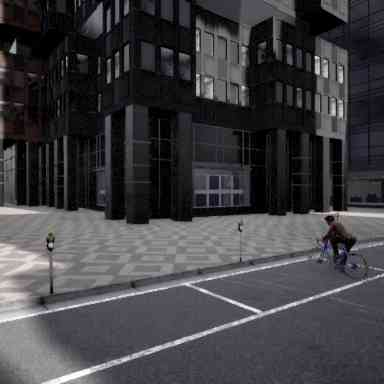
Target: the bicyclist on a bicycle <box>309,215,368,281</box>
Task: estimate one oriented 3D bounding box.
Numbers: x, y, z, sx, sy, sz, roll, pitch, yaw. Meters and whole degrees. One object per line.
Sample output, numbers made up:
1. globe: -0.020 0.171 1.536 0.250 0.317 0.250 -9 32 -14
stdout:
1. bicyclist on a bicycle: 3.831 1.453 8.835 0.582 1.620 1.656 0 -1 -37
